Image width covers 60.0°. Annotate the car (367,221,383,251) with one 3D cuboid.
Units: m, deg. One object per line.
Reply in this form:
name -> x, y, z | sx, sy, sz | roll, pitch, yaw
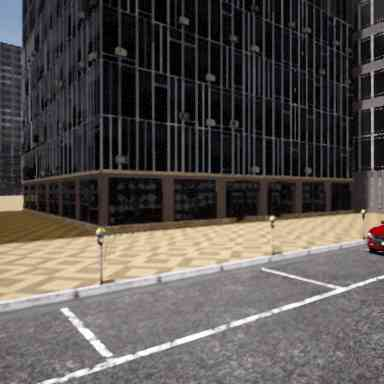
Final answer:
car -> 8.336, 1.474, 12.499 | 4.507, 1.381, 1.887 | 0, 0, -35
